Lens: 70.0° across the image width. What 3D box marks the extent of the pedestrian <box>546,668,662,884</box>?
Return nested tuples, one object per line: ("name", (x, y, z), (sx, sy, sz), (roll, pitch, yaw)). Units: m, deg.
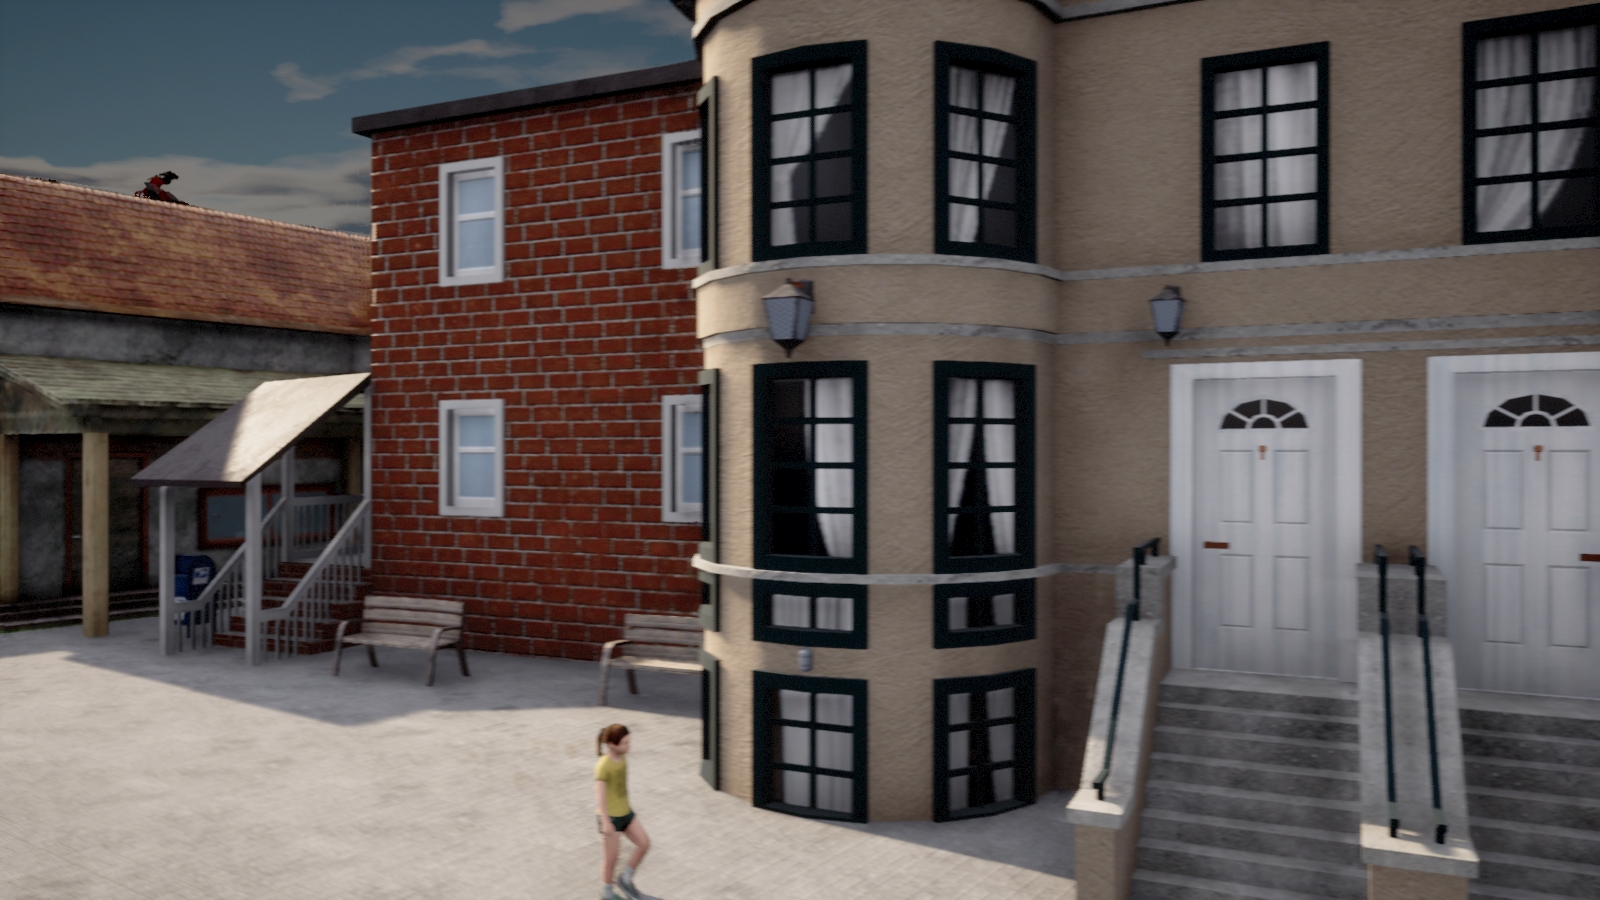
("pedestrian", (-1.155, 1.903, 6.778), (0.500, 1.100, 0.500), (0, 0, 20))
